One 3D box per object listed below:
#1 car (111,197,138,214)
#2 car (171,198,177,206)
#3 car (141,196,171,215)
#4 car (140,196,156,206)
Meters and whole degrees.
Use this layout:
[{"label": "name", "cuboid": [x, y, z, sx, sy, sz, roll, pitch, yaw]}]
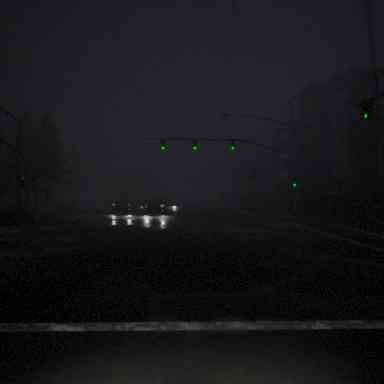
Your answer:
[{"label": "car", "cuboid": [-7.119, 1.346, 35.356, 2.097, 1.767, 4.553, 0, 0, 0]}, {"label": "car", "cuboid": [-3.565, 1.588, 55.595, 1.895, 1.301, 4.718, 0, 0, 0]}, {"label": "car", "cuboid": [-3.619, 1.345, 33.708, 2.097, 1.767, 4.553, 0, 0, 0]}, {"label": "car", "cuboid": [-7.076, 1.465, 54.141, 1.882, 1.535, 5.008, 0, 0, 0]}]
